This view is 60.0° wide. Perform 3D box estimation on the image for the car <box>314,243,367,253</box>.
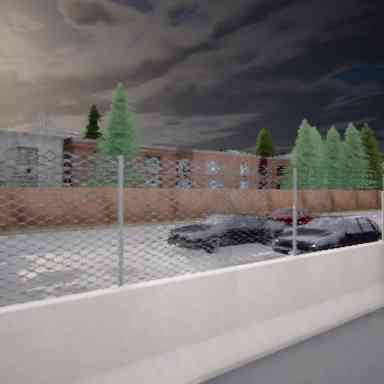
[{"bbox_3d":[5.330,1.563,12.092,5.357,1.411,2.033,0,0,-36],"label":"car"}]
